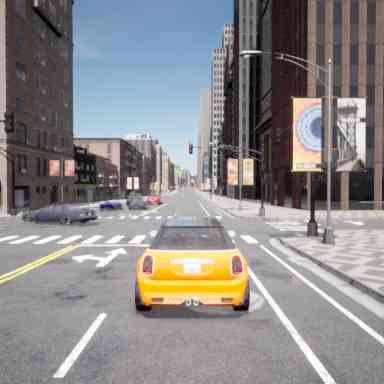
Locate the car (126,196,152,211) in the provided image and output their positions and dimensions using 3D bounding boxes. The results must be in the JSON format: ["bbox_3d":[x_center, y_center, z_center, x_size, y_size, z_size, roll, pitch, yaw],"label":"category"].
[{"bbox_3d":[-6.585,1.582,41.244,1.994,1.385,4.181,0,0,0],"label":"car"}]

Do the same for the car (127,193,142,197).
[{"bbox_3d":[-9.815,1.249,57.422,2.150,2.045,5.566,0,0,0],"label":"car"}]

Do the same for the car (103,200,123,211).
[{"bbox_3d":[-9.836,1.618,40.613,1.895,1.301,4.718,0,0,0],"label":"car"}]

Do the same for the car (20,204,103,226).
[{"bbox_3d":[-9.369,1.552,23.416,5.357,1.411,2.033,0,0,18],"label":"car"}]

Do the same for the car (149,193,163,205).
[{"bbox_3d":[-6.560,1.250,58.404,2.150,2.045,5.566,0,0,0],"label":"car"}]

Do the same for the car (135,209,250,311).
[{"bbox_3d":[0.013,1.351,7.909,2.097,1.767,4.553,0,0,0],"label":"car"}]
